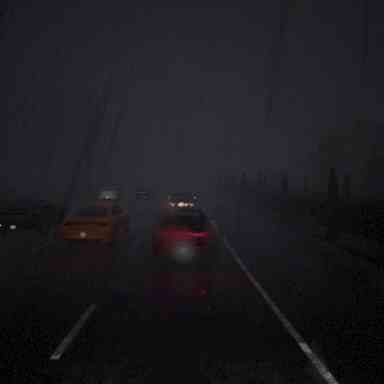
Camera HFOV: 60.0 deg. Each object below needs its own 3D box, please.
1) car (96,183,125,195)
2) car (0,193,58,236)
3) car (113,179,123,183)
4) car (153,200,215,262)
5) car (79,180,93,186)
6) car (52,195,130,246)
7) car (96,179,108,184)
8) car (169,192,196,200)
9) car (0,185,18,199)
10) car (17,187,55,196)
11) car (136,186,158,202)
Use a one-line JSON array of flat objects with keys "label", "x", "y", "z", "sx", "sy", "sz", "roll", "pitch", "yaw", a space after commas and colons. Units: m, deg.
[{"label": "car", "x": -8.002, "y": 0.148, "z": 33.450, "sx": 1.812, "sy": 1.442, "sz": 4.674, "roll": 0, "pitch": 3, "yaw": -2}, {"label": "car", "x": -7.425, "y": 1.092, "z": 16.093, "sx": 2.128, "sy": 1.511, "sz": 4.902, "roll": 0, "pitch": 3, "yaw": -2}, {"label": "car", "x": -16.479, "y": -2.110, "z": 74.362, "sx": 1.812, "sy": 1.442, "sz": 4.674, "roll": 0, "pitch": 1, "yaw": -2}, {"label": "car", "x": -0.284, "y": 1.307, "z": 11.525, "sx": 2.128, "sy": 1.511, "sz": 4.902, "roll": 0, "pitch": 2, "yaw": -2}, {"label": "car", "x": -23.461, "y": -1.996, "z": 73.719, "sx": 2.033, "sy": 1.411, "sz": 5.357, "roll": 0, "pitch": 1, "yaw": -2}, {"label": "car", "x": -3.854, "y": 1.184, "z": 14.010, "sx": 1.882, "sy": 1.535, "sz": 5.008, "roll": 0, "pitch": 3, "yaw": -2}, {"label": "car", "x": -19.977, "y": -2.126, "z": 74.244, "sx": 1.837, "sy": 1.490, "sz": 4.892, "roll": 0, "pitch": 1, "yaw": -2}, {"label": "car", "x": -0.714, "y": 0.711, "z": 23.781, "sx": 2.033, "sy": 1.411, "sz": 5.357, "roll": 0, "pitch": 3, "yaw": -1}, {"label": "car", "x": -18.692, "y": 0.142, "z": 33.276, "sx": 1.837, "sy": 1.490, "sz": 4.892, "roll": 0, "pitch": 3, "yaw": -2}, {"label": "car", "x": -15.190, "y": 0.197, "z": 33.314, "sx": 1.994, "sy": 1.385, "sz": 4.181, "roll": 0, "pitch": 3, "yaw": -2}, {"label": "car", "x": -4.505, "y": 0.106, "z": 33.563, "sx": 2.128, "sy": 1.511, "sz": 4.902, "roll": 0, "pitch": 3, "yaw": -2}]
